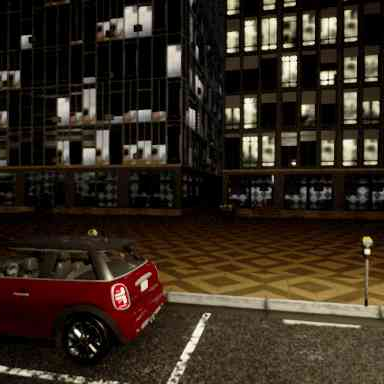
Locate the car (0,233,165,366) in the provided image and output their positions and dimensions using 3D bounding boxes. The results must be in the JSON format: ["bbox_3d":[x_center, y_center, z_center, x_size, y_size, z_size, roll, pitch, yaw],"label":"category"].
[{"bbox_3d":[-2.612,1.441,5.477,4.097,1.590,1.967,0,0,13],"label":"car"}]
